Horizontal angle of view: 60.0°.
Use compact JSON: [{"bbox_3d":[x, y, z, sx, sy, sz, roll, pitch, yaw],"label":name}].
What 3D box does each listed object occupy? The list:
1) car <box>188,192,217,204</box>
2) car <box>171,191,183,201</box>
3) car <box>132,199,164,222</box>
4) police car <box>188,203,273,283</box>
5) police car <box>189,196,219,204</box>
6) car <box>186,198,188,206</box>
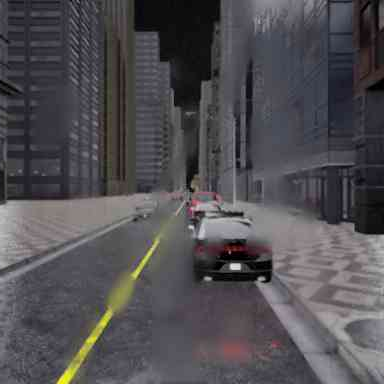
[{"bbox_3d":[0.949,1.022,25.484,2.150,2.045,5.566,0,0,0],"label":"car"},{"bbox_3d":[-2.900,0.744,64.705,2.150,2.045,5.566,0,0,1],"label":"car"},{"bbox_3d":[-3.053,1.310,24.026,1.837,1.490,4.892,0,0,0],"label":"car"},{"bbox_3d":[0.917,1.343,9.563,1.930,1.638,5.238,0,0,0],"label":"police car"},{"bbox_3d":[0.937,1.265,19.564,1.930,1.638,5.238,0,0,0],"label":"police car"},{"bbox_3d":[0.110,1.189,47.361,2.033,1.411,5.357,0,0,1],"label":"car"}]
